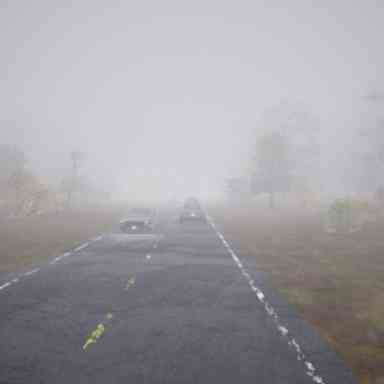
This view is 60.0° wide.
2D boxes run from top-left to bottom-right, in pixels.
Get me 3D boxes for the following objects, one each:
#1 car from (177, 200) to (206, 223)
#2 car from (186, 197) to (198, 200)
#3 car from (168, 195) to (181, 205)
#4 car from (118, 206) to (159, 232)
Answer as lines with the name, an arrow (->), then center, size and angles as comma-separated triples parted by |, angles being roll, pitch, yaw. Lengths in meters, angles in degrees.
car -> 0.054, 1.576, 25.339 | 1.994, 1.385, 4.181 | 0, 0, 0
car -> 0.021, 1.372, 42.659 | 2.097, 1.767, 4.553 | 0, 0, 0
car -> -3.147, 1.380, 59.208 | 2.097, 1.767, 4.553 | 0, 0, 0
car -> -3.137, 1.557, 20.682 | 2.033, 1.411, 5.357 | 0, 0, 0
